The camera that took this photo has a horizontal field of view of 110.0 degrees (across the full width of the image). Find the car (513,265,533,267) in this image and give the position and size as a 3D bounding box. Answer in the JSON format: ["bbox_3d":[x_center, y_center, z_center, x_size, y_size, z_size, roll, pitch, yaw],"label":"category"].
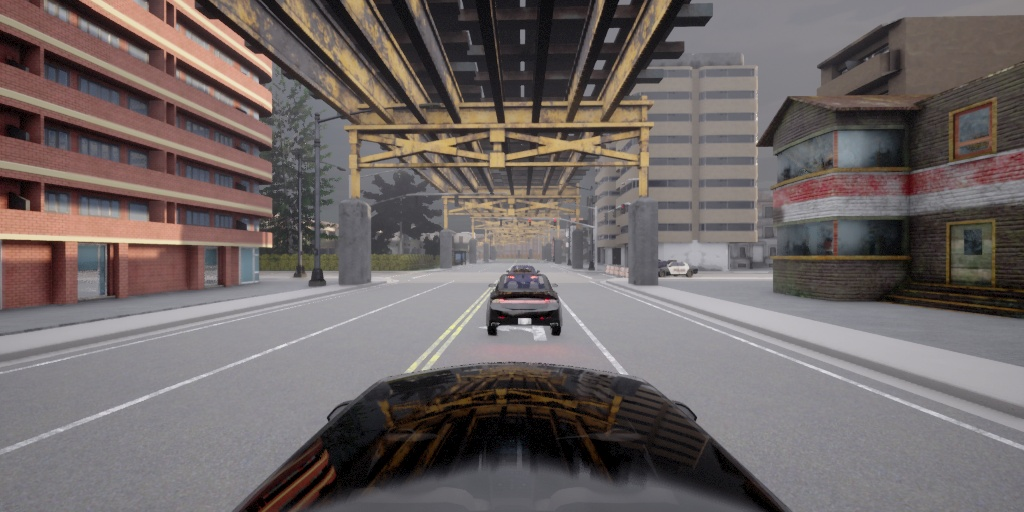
[{"bbox_3d":[0.627,1.240,20.656,1.812,1.442,4.674,0,0,2],"label":"car"}]

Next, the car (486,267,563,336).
[{"bbox_3d":[0.328,1.232,10.388,2.128,1.511,4.902,0,0,1],"label":"car"}]
